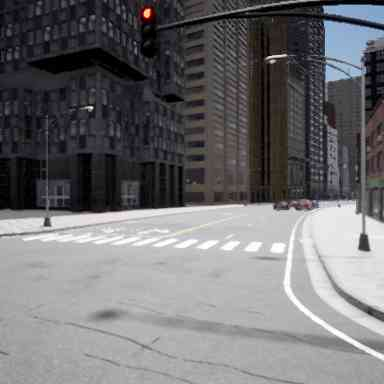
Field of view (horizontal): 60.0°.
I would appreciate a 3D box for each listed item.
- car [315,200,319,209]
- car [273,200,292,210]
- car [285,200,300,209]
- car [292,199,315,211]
[{"bbox_3d":[21.999,2.204,61.012,1.882,1.535,5.008,0,-1,28],"label":"car"},{"bbox_3d":[14.097,2.123,52.526,1.812,1.442,4.674,0,-1,26],"label":"car"},{"bbox_3d":[18.571,2.250,61.501,1.812,1.442,4.674,0,-1,28],"label":"car"},{"bbox_3d":[17.624,1.954,52.332,2.097,1.767,4.553,0,-1,26],"label":"car"}]
